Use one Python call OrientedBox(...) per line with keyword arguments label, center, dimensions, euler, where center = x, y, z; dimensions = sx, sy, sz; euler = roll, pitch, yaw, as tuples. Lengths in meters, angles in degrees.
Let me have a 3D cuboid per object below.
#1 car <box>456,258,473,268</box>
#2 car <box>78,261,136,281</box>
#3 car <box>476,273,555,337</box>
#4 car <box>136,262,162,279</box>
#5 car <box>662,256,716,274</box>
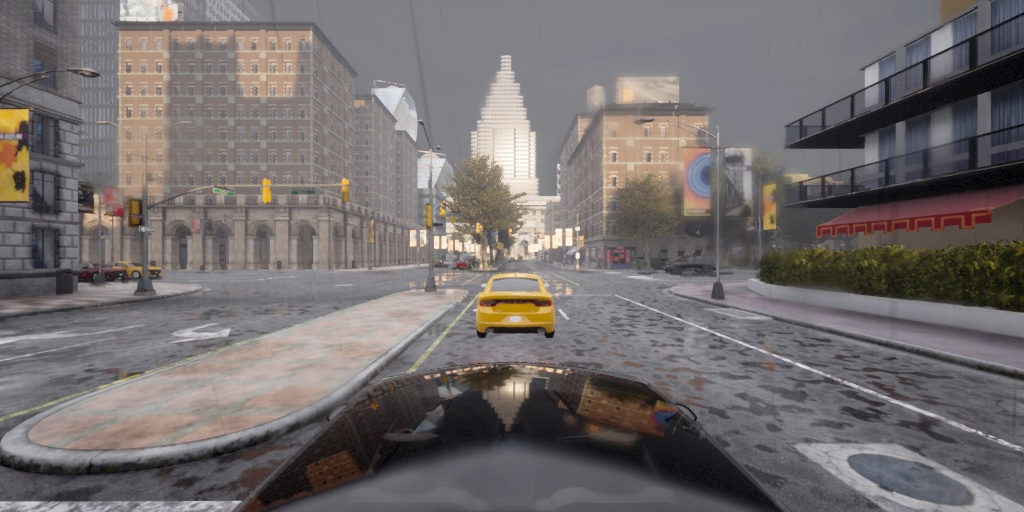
OrientedBox(label="car", center=(-7.986, 1.351, 59.072), dimensions=(1.895, 1.301, 4.718), euler=(0, 0, 0))
OrientedBox(label="car", center=(-33.938, 1.228, 28.838), dimensions=(5.008, 1.535, 1.882), euler=(0, 0, 0))
OrientedBox(label="car", center=(0.094, 1.228, 10.331), dimensions=(1.882, 1.535, 5.008), euler=(0, 0, 0))
OrientedBox(label="car", center=(-34.574, 1.228, 32.336), dimensions=(5.008, 1.535, 1.882), euler=(0, 0, 0))
OrientedBox(label="car", center=(19.638, 0.971, 39.710), dimensions=(5.566, 2.045, 2.150), euler=(0, 0, 0))
